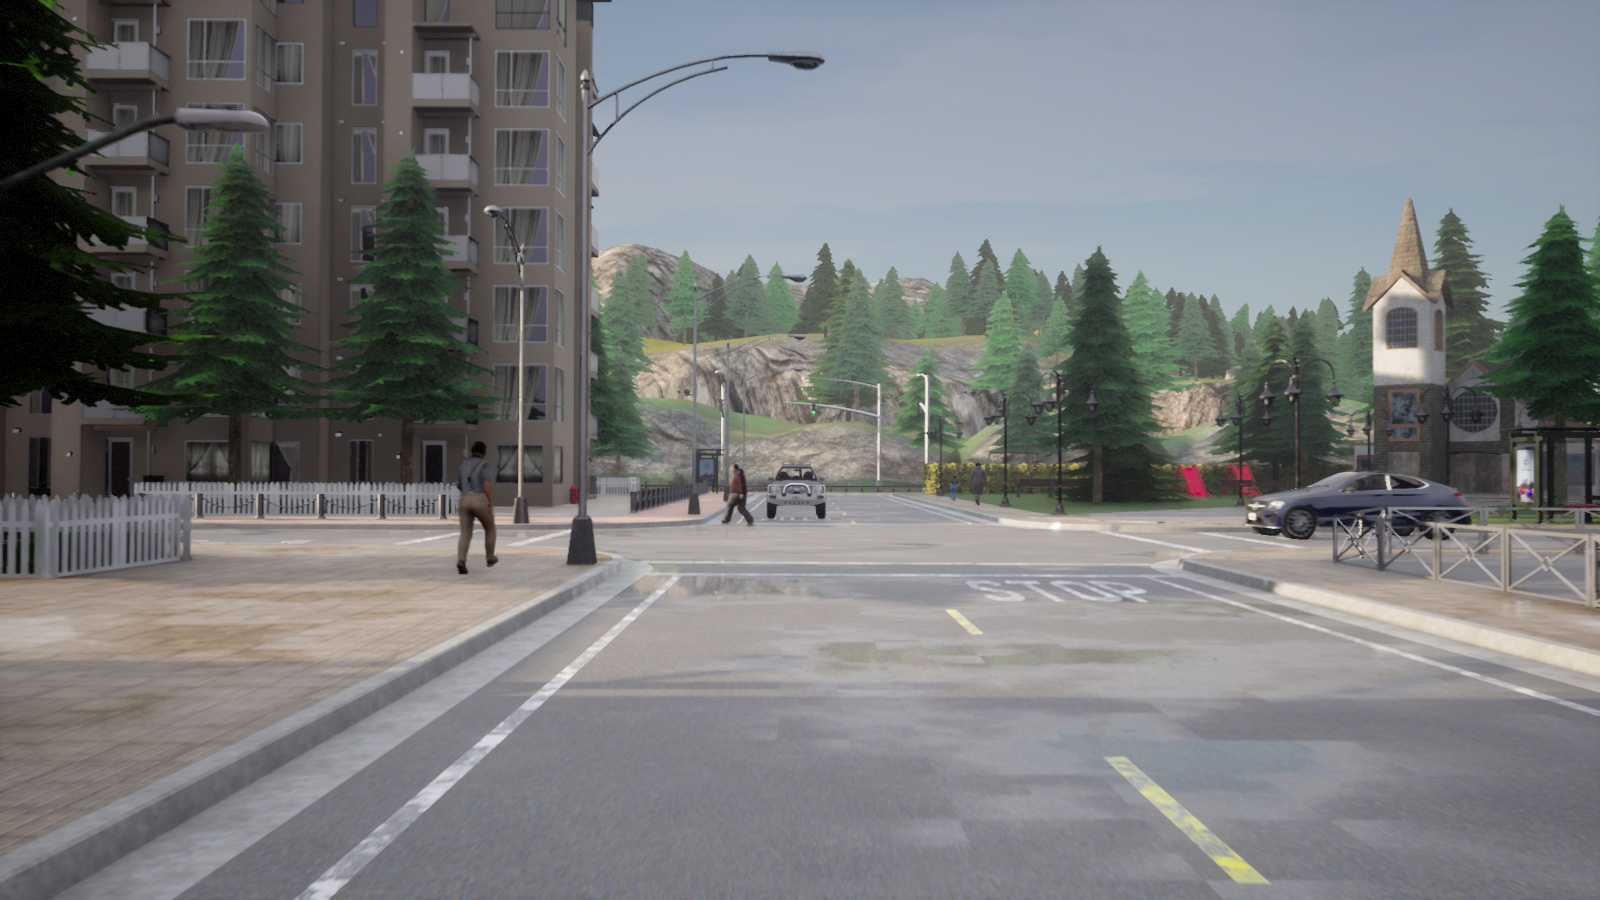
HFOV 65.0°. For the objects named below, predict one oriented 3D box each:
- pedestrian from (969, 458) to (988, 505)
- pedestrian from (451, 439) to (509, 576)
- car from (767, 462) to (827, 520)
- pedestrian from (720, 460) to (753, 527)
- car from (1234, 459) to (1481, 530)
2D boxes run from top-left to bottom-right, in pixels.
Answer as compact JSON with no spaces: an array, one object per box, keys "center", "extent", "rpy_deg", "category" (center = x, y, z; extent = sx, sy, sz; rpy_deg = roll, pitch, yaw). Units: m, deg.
[{"center":[7.519,1.331,52.878],"extent":[0.659,1.952,0.873],"rpy_deg":[0,-1,-2],"category":"pedestrian"},{"center":[-4.418,0.783,17.367],"extent":[0.540,1.848,0.694],"rpy_deg":[0,-1,11],"category":"pedestrian"},{"center":[-0.110,1.340,42.309],"extent":[1.932,1.855,4.605],"rpy_deg":[0,-1,0],"category":"car"},{"center":[-1.775,1.207,35.105],"extent":[0.899,1.844,0.634],"rpy_deg":[0,-1,-1],"category":"pedestrian"},{"center":[13.464,1.067,30.563],"extent":[5.027,1.651,2.152],"rpy_deg":[0,-1,-1],"category":"car"}]
